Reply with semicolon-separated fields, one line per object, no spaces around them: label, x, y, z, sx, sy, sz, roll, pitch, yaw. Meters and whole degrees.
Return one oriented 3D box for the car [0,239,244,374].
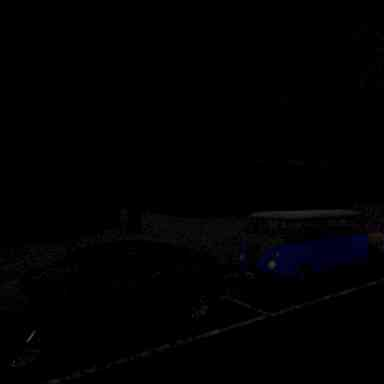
car;-1.410;1.573;5.643;4.313;1.339;1.947;0;0;-35

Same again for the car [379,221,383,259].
car;7.320;1.575;11.840;4.829;1.417;1.752;0;0;-35

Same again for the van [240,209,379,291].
van;3.025;1.370;8.791;3.998;1.788;1.690;0;0;-35
